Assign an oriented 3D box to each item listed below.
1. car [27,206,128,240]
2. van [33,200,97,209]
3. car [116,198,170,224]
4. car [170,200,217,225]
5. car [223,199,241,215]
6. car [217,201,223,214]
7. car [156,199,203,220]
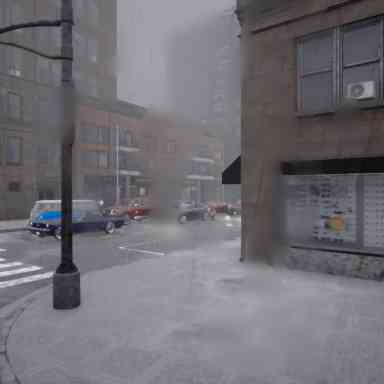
[{"bbox_3d":[-5.889,1.617,17.332,1.895,1.301,4.718,0,0,37],"label":"car"},{"bbox_3d":[-7.526,1.358,19.736,1.690,1.788,3.998,0,0,36],"label":"van"},{"bbox_3d":[-4.248,1.337,24.272,2.192,1.841,5.009,0,0,36],"label":"car"},{"bbox_3d":[-0.418,1.529,24.862,1.837,1.490,4.892,0,0,36],"label":"car"},{"bbox_3d":[5.354,1.383,32.836,2.097,1.767,4.553,0,0,36],"label":"car"},{"bbox_3d":[2.307,1.575,33.343,1.887,1.381,4.507,0,0,36],"label":"car"},{"bbox_3d":[-0.971,1.466,28.808,1.967,1.590,4.097,0,0,36],"label":"car"}]
